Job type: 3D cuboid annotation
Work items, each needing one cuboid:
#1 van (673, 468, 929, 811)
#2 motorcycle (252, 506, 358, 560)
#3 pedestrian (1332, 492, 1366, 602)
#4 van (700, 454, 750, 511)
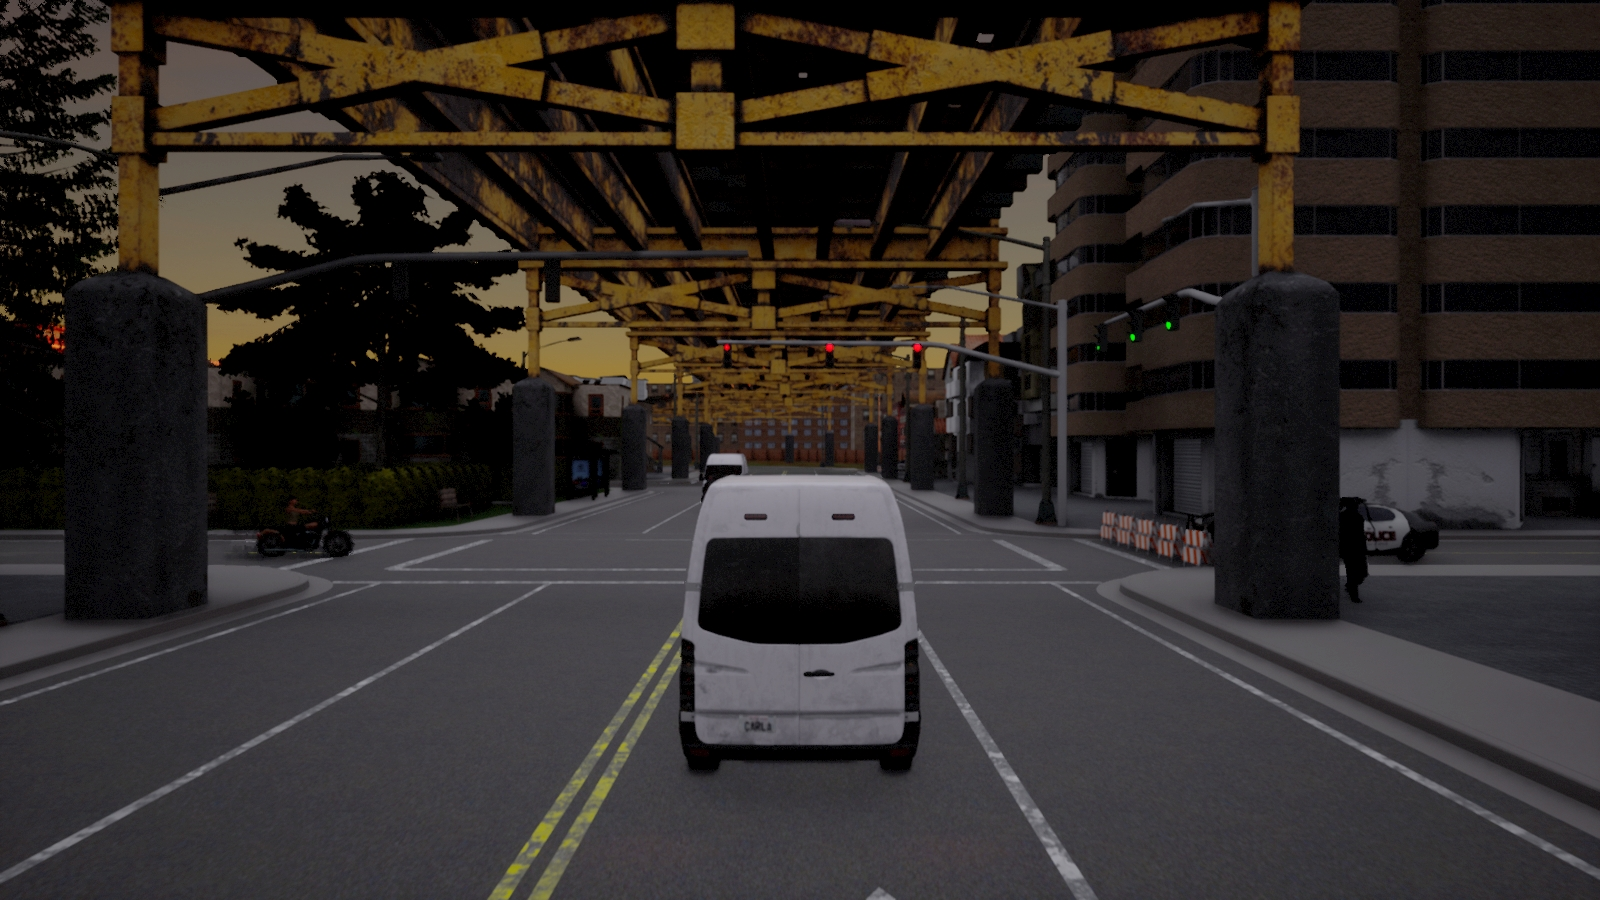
[{"bbox_3d":[0.011,1.516,11.818,1.988,2.561,5.915,0,0,0],"label":"van"},{"bbox_3d":[-12.614,2.101,29.160,2.356,1.332,0.764,0,-1,-5],"label":"motorcycle"},{"bbox_3d":[9.512,1.673,19.795,0.375,1.860,0.375,0,0,-8],"label":"pedestrian"},{"bbox_3d":[-3.485,1.460,54.157,1.988,2.561,5.915,0,0,0],"label":"van"}]
